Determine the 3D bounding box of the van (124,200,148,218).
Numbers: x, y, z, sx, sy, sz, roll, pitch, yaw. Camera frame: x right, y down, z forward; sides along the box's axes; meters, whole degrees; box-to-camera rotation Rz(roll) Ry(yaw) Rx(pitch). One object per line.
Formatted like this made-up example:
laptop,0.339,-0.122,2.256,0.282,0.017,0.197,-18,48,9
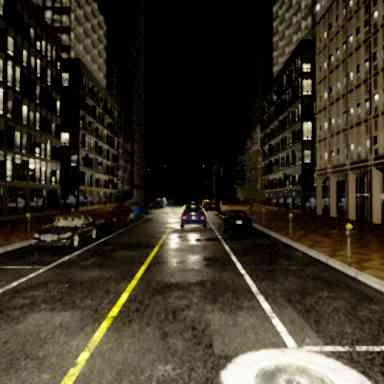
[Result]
van,-5.683,1.669,32.452,1.690,1.788,3.998,0,-1,0

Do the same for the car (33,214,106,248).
car,-5.686,1.708,15.373,2.008,1.369,4.403,0,-1,0

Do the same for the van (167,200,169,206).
van,-5.679,1.944,60.911,1.690,1.788,3.998,0,-1,0

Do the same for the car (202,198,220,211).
car,2.699,1.879,43.819,1.967,1.590,4.097,0,-1,0

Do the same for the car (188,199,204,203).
car,0.103,1.966,41.749,2.033,1.411,5.357,0,-1,0

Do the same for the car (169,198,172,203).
car,-5.680,2.223,66.601,1.947,1.339,4.313,0,-1,0

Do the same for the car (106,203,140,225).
car,-5.684,1.816,26.757,1.887,1.381,4.507,0,-1,0

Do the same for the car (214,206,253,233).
car,2.696,1.780,21.052,1.947,1.339,4.313,0,-1,0

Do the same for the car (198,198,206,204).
car,2.704,2.312,89.352,1.967,1.590,4.097,0,-1,0

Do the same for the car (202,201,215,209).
car,2.700,2.130,55.201,1.802,1.307,4.206,0,-1,0

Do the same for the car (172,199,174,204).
car,-5.677,2.396,89.198,1.752,1.417,4.829,0,-1,0

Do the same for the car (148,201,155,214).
car,-5.683,1.965,38.141,1.802,1.307,4.206,0,-1,0

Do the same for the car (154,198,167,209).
car,-5.680,1.989,55.217,1.967,1.590,4.097,0,-1,0

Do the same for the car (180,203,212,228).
car,0.104,1.796,24.563,2.033,1.411,5.357,0,-1,0
